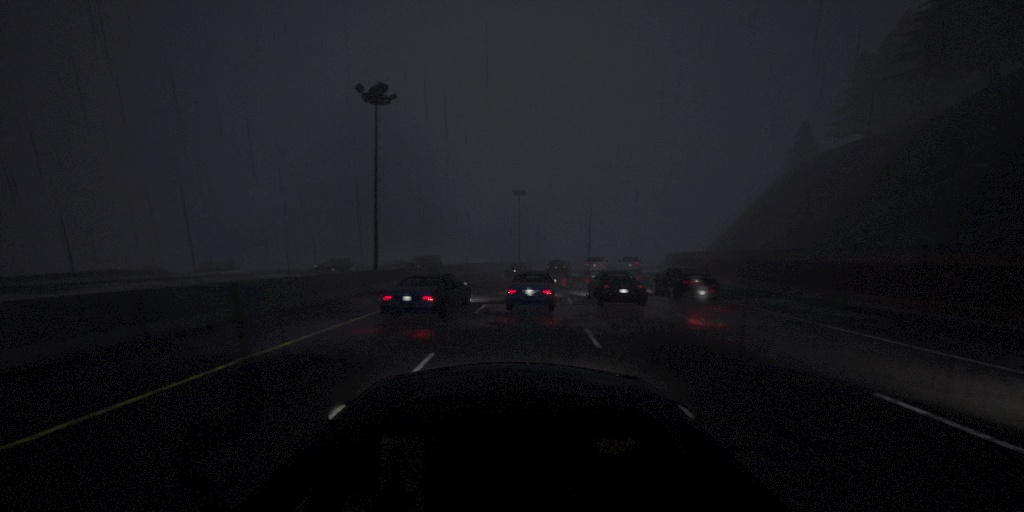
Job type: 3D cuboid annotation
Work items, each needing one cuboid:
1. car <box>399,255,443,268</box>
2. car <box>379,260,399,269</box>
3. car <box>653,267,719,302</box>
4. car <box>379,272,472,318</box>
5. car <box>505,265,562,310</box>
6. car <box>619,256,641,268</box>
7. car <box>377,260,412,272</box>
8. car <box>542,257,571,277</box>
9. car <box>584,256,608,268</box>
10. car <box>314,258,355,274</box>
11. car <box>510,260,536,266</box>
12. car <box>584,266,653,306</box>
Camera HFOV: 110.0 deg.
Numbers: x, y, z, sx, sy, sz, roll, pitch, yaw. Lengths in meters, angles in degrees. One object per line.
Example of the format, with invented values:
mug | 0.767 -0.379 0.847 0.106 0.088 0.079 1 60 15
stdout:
car | -9.331 0.933 38.284 2.150 2.045 5.566 0 0 14
car | -12.528 1.231 39.747 1.812 1.442 4.674 0 0 15
car | 8.227 1.275 17.340 1.837 1.490 4.892 0 0 7
car | -2.839 1.287 12.941 2.033 1.411 5.357 0 0 5
car | 0.855 1.297 14.848 2.033 1.411 5.357 0 0 6
car | 13.264 1.001 40.358 2.150 2.045 5.566 0 0 17
car | -14.673 1.223 45.157 1.812 1.442 4.674 0 0 16
car | 4.650 1.108 35.557 2.097 1.767 4.553 0 0 14
car | 8.883 0.989 37.938 2.150 2.045 5.566 0 0 16
car | -19.682 1.036 39.944 2.097 1.767 4.553 0 0 14
car | 0.696 1.309 34.194 1.994 1.385 4.181 0 0 13
car | 4.534 1.324 15.875 1.994 1.385 4.181 0 0 6
